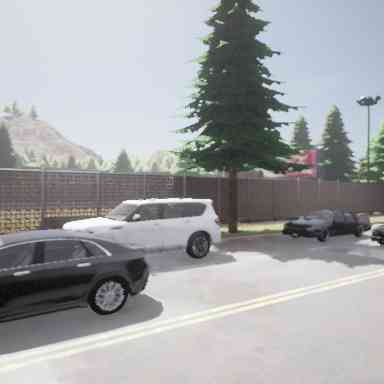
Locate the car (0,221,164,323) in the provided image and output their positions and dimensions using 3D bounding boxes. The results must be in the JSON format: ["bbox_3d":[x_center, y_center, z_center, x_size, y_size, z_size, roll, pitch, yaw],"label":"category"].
[{"bbox_3d":[-3.156,1.506,6.069,4.892,1.490,1.837,0,0,-34],"label":"car"}]

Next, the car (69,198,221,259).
[{"bbox_3d":[-1.575,1.241,11.296,5.566,2.045,2.150,0,0,-33],"label":"car"}]

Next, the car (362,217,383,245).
[{"bbox_3d":[10.167,1.619,14.779,5.357,1.411,2.033,0,0,-33],"label":"car"}]

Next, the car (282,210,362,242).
[{"bbox_3d":[6.993,1.612,16.900,5.357,1.411,2.033,0,0,-34],"label":"car"}]
